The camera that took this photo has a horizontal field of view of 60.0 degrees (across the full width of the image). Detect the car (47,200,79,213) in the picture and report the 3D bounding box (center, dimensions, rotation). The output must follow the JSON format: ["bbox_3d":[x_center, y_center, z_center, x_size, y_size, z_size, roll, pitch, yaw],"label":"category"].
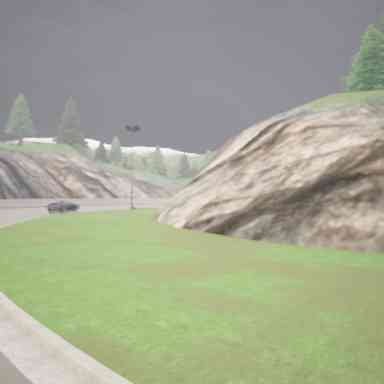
[{"bbox_3d":[-15.453,1.737,40.143,2.128,1.511,4.902,0,-1,10],"label":"car"}]
